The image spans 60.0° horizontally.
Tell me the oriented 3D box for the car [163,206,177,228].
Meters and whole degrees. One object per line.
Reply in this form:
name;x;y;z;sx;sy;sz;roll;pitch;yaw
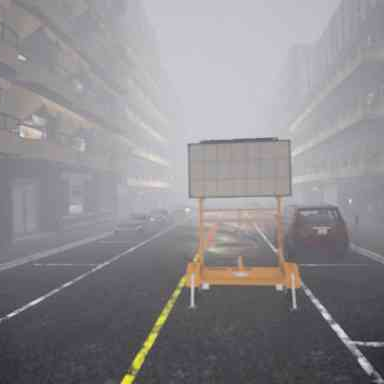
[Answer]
car;-2.564;1.935;25.094;1.802;1.307;4.206;-2;-1;7

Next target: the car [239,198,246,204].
car;12.959;2.254;85.460;1.752;1.417;4.829;-2;-1;7

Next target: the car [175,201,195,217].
car;-1.258;2.007;36.222;2.008;1.369;4.403;-2;-1;7

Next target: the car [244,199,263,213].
car;7.732;1.840;40.951;1.752;1.417;4.829;-2;-1;7

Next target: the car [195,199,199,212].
car;0.049;2.110;47.349;2.008;1.369;4.403;-2;-1;7

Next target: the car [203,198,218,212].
car;2.733;1.993;47.445;2.128;1.511;4.902;-1;-1;7

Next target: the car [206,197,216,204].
car;5.267;2.289;91.861;2.192;1.841;5.009;-2;-1;7

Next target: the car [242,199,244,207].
car;8.367;1.930;46.345;1.947;1.339;4.313;-2;-1;7

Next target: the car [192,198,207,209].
car;1.347;1.977;58.479;2.192;1.841;5.009;-2;-1;7

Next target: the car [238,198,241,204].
car;11.633;2.189;74.163;1.947;1.339;4.313;-2;-1;7

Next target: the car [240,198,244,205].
car;9.015;1.856;51.910;1.967;1.590;4.097;-2;-1;7

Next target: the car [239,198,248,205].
car;12.286;2.226;79.727;2.008;1.369;4.403;-2;-1;7

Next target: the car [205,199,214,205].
car;4.622;2.473;86.294;2.008;1.369;4.403;-2;-1;7

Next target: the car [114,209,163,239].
car;-3.217;1.884;19.530;1.802;1.307;4.206;-2;-1;7

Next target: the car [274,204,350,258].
car;4.438;1.372;12.967;2.192;1.841;5.009;-2;-1;7

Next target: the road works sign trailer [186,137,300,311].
road works sign trailer;1.141;0.534;7.970;2.380;3.560;2.880;-1;-1;7
